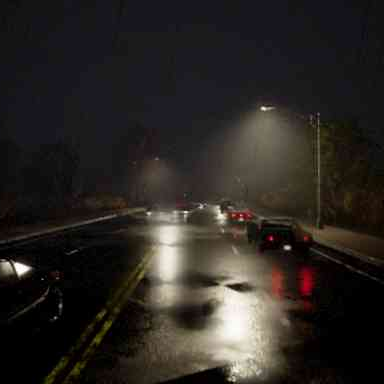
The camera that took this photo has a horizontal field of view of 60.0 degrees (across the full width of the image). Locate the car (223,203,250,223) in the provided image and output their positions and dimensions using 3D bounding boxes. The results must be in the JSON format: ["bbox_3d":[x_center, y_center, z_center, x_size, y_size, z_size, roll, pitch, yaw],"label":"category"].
[{"bbox_3d":[3.969,1.903,28.536,1.895,1.301,4.718,0,-1,2],"label":"car"}]

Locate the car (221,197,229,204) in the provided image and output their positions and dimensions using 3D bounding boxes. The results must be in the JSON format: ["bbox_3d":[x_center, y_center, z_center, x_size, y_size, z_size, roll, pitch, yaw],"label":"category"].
[{"bbox_3d":[8.393,2.152,84.420,2.097,1.767,4.553,0,0,7],"label":"car"}]

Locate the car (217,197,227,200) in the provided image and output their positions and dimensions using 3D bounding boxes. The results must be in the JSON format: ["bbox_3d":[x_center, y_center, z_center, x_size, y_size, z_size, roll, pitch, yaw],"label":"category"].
[{"bbox_3d":[5.200,2.001,51.836,1.882,1.535,5.008,0,-1,4],"label":"car"}]

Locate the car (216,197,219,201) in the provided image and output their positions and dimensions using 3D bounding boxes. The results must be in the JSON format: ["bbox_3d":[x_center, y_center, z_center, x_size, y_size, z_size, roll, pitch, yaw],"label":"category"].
[{"bbox_3d":[6.097,2.113,62.723,2.128,1.511,4.902,0,-1,5],"label":"car"}]

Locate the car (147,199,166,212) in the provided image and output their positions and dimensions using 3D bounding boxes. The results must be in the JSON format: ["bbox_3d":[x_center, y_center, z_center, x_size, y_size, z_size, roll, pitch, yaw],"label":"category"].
[{"bbox_3d":[-4.982,1.828,46.842,2.097,1.767,4.553,0,0,4],"label":"car"}]

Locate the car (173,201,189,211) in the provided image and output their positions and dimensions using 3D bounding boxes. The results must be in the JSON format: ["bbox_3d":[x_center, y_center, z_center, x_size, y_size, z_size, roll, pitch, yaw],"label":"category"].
[{"bbox_3d":[-1.616,2.018,48.486,1.812,1.442,4.674,0,-1,4],"label":"car"}]

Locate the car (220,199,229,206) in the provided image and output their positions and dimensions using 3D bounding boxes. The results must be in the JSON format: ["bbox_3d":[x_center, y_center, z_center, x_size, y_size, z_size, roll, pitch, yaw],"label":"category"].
[{"bbox_3d":[7.163,2.278,73.593,1.994,1.385,4.181,0,0,6],"label":"car"}]

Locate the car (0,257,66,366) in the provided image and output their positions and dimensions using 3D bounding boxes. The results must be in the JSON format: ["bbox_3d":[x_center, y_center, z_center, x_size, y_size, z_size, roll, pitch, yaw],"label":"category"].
[{"bbox_3d":[-3.310,1.612,4.399,1.994,1.385,4.181,0,-1,0],"label":"car"}]

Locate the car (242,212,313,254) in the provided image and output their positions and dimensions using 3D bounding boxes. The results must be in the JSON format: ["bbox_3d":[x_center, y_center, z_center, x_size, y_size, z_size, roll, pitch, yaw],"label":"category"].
[{"bbox_3d":[3.524,1.758,14.340,1.895,1.301,4.718,0,-1,1],"label":"car"}]

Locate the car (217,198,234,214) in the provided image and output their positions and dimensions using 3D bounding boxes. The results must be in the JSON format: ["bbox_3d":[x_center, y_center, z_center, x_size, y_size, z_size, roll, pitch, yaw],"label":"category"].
[{"bbox_3d":[4.472,1.854,40.937,2.033,1.649,4.856,0,-1,3],"label":"car"}]
